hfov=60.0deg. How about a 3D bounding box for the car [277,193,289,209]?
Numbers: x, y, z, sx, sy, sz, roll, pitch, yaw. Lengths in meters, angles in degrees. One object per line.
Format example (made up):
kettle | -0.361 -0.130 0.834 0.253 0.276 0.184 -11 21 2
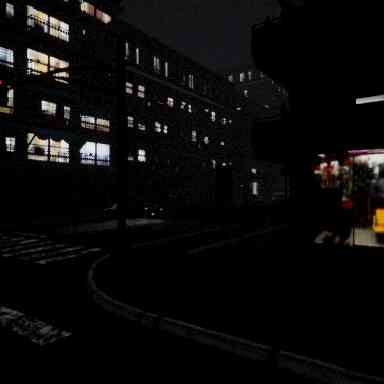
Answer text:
car | 8.492 1.065 29.841 1.802 1.307 4.206 1 1 35

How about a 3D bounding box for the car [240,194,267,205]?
car | 8.187 0.916 43.957 1.802 1.307 4.206 1 1 35

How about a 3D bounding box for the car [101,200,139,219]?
car | -4.966 1.264 25.524 1.947 1.339 4.313 1 1 35

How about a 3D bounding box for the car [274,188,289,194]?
car | 12.927 0.475 46.092 2.150 2.045 5.566 0 1 36

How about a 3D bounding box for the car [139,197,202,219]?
car | -1.547 1.254 25.675 1.895 1.301 4.718 0 1 35

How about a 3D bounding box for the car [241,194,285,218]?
car | 5.289 1.118 25.173 1.887 1.381 4.507 1 1 35

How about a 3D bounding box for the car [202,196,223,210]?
car | 1.664 1.081 34.707 1.947 1.339 4.313 1 1 35
